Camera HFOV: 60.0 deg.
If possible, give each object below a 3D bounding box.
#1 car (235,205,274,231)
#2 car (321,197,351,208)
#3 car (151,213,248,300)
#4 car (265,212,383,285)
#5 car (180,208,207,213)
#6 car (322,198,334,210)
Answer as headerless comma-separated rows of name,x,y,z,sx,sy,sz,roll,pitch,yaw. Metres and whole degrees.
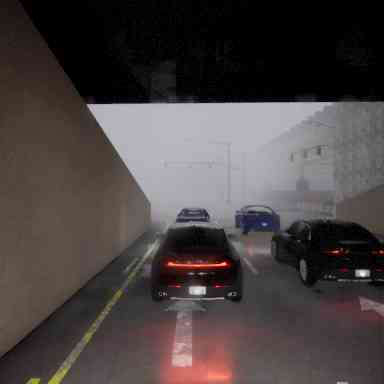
car,3.631,1.478,19.116,1.882,1.535,5.008,0,0,0
car,17.649,1.295,40.670,4.536,1.218,1.853,0,0,-45
car,0.105,1.505,8.339,1.837,1.490,4.892,0,0,0
car,3.605,1.502,9.442,1.837,1.490,4.892,0,-1,0
car,0.100,1.547,18.085,2.033,1.411,5.357,0,0,3
car,17.612,1.452,40.633,4.974,1.542,2.038,0,0,-45
